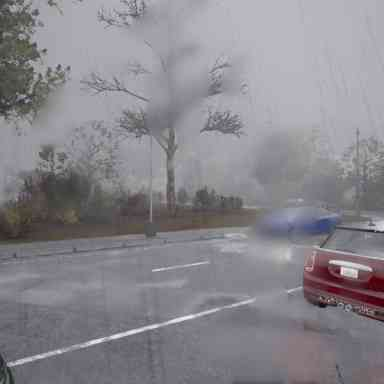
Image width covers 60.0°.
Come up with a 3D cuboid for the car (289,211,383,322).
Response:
[{"bbox_3d":[4.358,1.352,6.724,4.553,1.767,2.097,0,0,-34],"label":"car"}]

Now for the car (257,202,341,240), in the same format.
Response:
[{"bbox_3d":[5.330,1.477,16.351,5.008,1.535,1.882,0,0,-37],"label":"car"}]

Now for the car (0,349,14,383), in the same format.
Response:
[{"bbox_3d":[-3.697,1.221,1.075,5.566,2.045,2.150,0,0,-35],"label":"car"}]

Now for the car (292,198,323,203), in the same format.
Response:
[{"bbox_3d":[13.365,1.602,35.493,1.895,1.301,4.718,0,0,-28],"label":"car"}]

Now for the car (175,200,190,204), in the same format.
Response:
[{"bbox_3d":[-1.961,1.509,67.458,2.097,1.767,4.553,0,-1,-22],"label":"car"}]

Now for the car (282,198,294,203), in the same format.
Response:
[{"bbox_3d":[13.514,1.540,42.537,1.812,1.442,4.674,0,0,-28],"label":"car"}]
